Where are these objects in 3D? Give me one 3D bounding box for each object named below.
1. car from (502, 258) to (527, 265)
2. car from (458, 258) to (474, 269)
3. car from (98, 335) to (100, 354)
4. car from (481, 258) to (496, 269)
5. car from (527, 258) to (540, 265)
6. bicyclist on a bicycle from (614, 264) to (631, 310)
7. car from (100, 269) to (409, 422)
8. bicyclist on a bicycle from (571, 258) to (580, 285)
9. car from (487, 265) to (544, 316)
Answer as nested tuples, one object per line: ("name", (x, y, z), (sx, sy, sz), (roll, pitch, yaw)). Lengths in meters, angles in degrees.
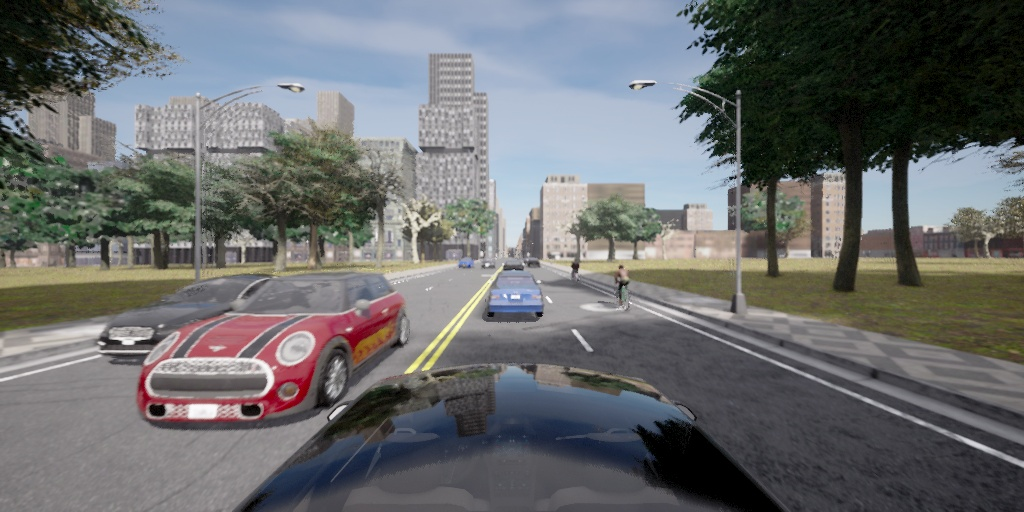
("car", (0.128, 1.096, 32.814), (1.882, 1.535, 5.008), (0, 0, 0))
("car", (-6.527, 1.030, 51.518), (1.882, 1.535, 5.008), (0, 0, 0))
("car", (-6.595, 1.220, 8.590), (1.837, 1.490, 4.892), (0, 0, 0))
("car", (-3.279, 1.050, 50.319), (2.128, 1.511, 4.902), (0, 0, 0))
("car", (3.401, 1.014, 57.321), (1.882, 1.535, 5.008), (0, 0, 0))
("bicyclist on a bicycle", (4.154, 1.147, 13.517), (0.582, 1.620, 1.656), (0, 0, 0))
("car", (-3.347, 1.079, 6.125), (2.097, 1.767, 4.553), (0, 0, 0))
("bicyclist on a bicycle", (4.164, 1.023, 23.711), (0.659, 1.776, 1.843), (0, 0, 0))
("car", (0.110, 1.243, 13.056), (2.033, 1.411, 5.357), (0, 0, 0))
